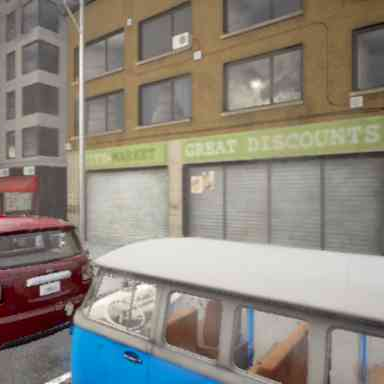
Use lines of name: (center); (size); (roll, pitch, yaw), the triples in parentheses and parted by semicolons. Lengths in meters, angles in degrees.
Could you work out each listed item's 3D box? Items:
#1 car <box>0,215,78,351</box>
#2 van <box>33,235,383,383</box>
car: (-3.761, 1.316, 5.651); (5.009, 1.841, 2.192); (0, 0, 36)
van: (0.758, 1.341, 2.425); (3.998, 1.788, 1.690); (0, 0, 36)
